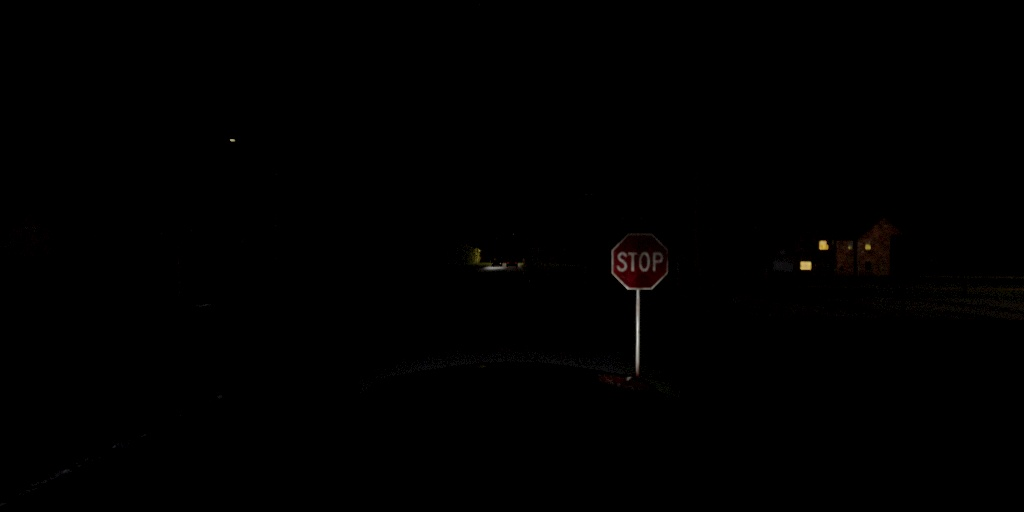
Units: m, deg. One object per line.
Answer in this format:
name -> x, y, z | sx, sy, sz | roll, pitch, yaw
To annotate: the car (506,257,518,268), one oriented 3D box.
car -> -0.003, 1.296, 61.827 | 1.994, 1.385, 4.181 | 0, 0, 0
